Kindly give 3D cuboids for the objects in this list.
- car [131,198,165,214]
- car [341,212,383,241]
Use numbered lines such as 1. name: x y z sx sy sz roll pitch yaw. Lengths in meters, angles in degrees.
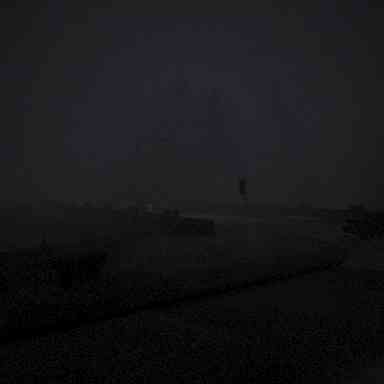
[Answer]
1. car: -4.770 1.425 35.509 2.097 1.767 4.553 0 0 -35
2. car: 9.713 1.625 15.194 2.033 1.411 5.357 0 0 -35
